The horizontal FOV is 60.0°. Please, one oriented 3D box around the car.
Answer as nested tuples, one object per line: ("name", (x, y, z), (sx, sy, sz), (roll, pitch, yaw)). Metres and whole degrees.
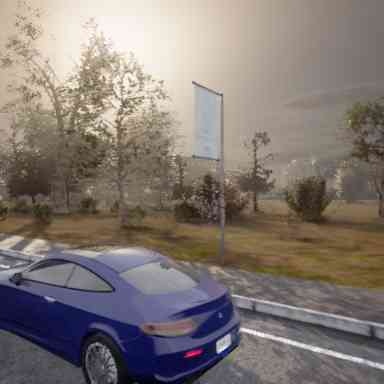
("car", (-1.517, 1.526, 5.074), (4.674, 1.442, 1.812), (0, 0, 35))
